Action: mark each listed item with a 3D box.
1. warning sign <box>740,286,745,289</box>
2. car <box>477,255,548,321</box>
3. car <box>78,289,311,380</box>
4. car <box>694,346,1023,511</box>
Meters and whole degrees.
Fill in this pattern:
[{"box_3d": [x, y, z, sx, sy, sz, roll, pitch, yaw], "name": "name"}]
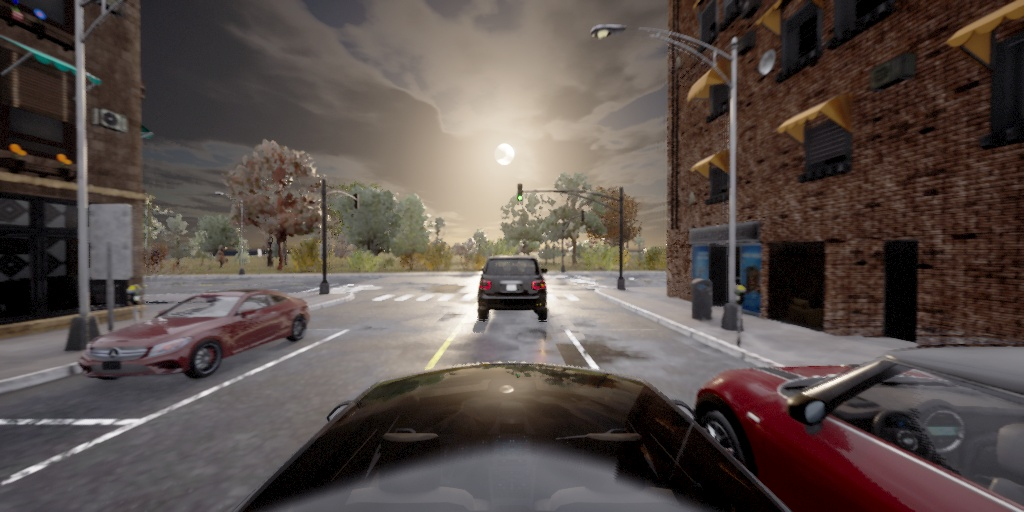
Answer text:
[{"box_3d": [16.649, 1.068, 24.366, 1.060, 1.860, 1.300, 0, 0, -9], "name": "warning sign"}, {"box_3d": [0.095, 1.017, 12.798, 2.150, 2.045, 5.566, 0, -1, 2], "name": "car"}, {"box_3d": [-5.789, 1.357, 7.284, 1.802, 1.307, 4.207, 0, 0, 0], "name": "car"}, {"box_3d": [2.689, 1.190, 1.816, 1.967, 1.591, 4.097, 0, 0, 0], "name": "car"}]
